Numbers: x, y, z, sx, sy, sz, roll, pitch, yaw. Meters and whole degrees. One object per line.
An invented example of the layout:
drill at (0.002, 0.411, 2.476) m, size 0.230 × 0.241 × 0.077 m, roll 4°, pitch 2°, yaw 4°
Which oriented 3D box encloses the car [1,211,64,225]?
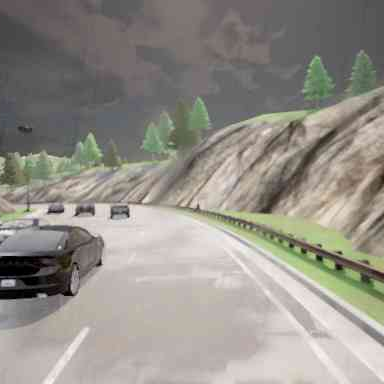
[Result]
car at (-7.605, 1.836, 15.499) m, size 1.895 × 1.301 × 4.718 m, roll -2°, pitch 0°, yaw -6°

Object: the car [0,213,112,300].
car at (-3.630, 1.591, 8.804) m, size 1.882 × 1.535 × 5.008 m, roll -1°, pitch 0°, yaw -3°

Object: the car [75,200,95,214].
car at (-12.287, 1.743, 38.458) m, size 2.097 × 1.767 × 4.553 m, roll -2°, pitch 0°, yaw -16°

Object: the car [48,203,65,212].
car at (-18.323, 2.137, 45.047) m, size 1.994 × 1.385 × 4.181 m, roll -2°, pitch 0°, yaw -19°

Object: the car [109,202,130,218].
car at (-7.353, 1.734, 33.782) m, size 2.128 × 1.511 × 4.902 m, roll -1°, pitch 0°, yaw -14°
